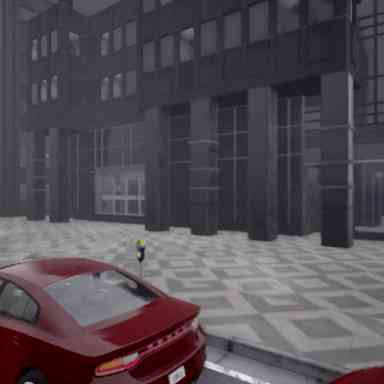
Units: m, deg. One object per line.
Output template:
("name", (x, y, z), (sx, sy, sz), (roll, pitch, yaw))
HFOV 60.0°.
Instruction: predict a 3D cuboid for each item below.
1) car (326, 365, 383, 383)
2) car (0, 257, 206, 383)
("car", (2.635, 1.542, 1.083), (4.507, 1.381, 1.887), (0, 0, 36))
("car", (-1.954, 1.553, 4.356), (4.507, 1.381, 1.887), (0, 0, 36))
